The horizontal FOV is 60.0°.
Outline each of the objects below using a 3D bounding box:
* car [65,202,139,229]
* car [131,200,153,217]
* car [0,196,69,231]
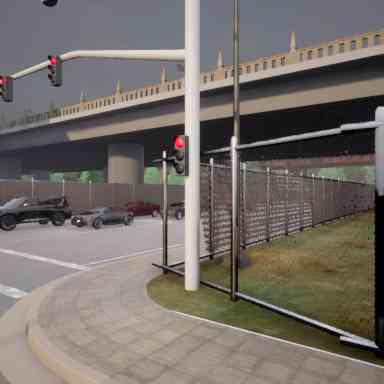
[{"bbox_3d":[-5.897,1.619,22.254,1.994,1.385,4.181,0,0,35],"label":"car"},{"bbox_3d":[-4.941,1.533,29.660,1.882,1.535,5.008,0,0,35],"label":"car"},{"bbox_3d":[-10.616,1.277,21.658,2.150,2.045,5.566,0,0,36],"label":"car"}]
